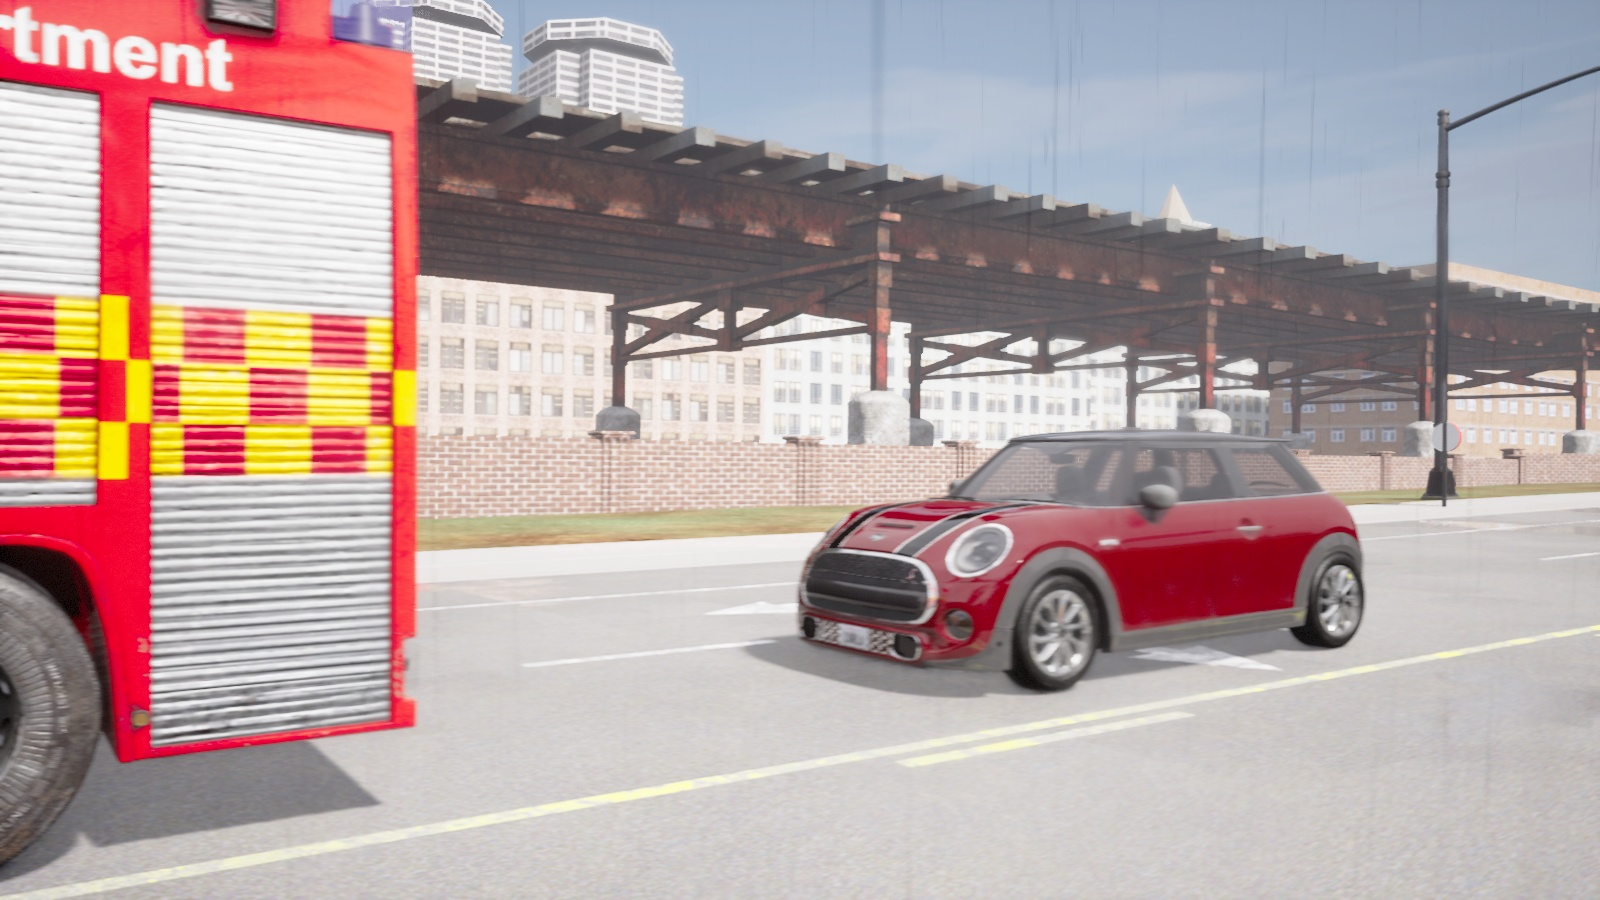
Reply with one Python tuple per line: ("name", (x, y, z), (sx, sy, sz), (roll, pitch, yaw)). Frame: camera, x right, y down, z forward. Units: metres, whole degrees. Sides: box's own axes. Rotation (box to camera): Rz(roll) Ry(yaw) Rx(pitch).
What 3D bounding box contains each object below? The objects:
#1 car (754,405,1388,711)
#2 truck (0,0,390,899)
("car", (2.142, 0.622, 9.413), (4.553, 1.767, 2.097), (0, 0, -35))
("truck", (-5.928, -0.397, 3.763), (8.468, 3.827, 2.891), (0, 0, -33))
